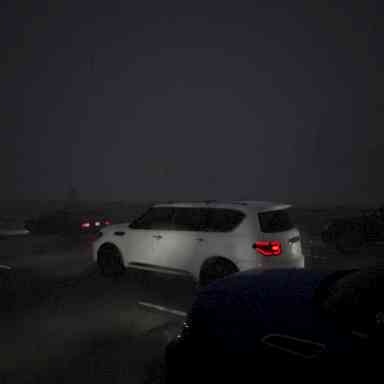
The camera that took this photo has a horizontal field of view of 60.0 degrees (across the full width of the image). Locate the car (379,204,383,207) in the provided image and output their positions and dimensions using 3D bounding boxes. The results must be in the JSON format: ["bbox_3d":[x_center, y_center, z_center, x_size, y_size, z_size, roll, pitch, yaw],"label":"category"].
[{"bbox_3d":[7.519,1.221,11.511,5.566,2.045,2.150,0,0,35],"label":"car"}]

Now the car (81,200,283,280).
[{"bbox_3d":[-0.087,1.229,8.353,5.566,2.045,2.150,0,0,36],"label":"car"}]

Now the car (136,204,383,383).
[{"bbox_3d":[2.406,1.220,2.274,5.566,2.045,2.150,0,0,36],"label":"car"}]

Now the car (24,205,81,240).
[{"bbox_3d":[-6.538,1.571,17.255,5.357,1.411,2.033,0,0,35],"label":"car"}]
